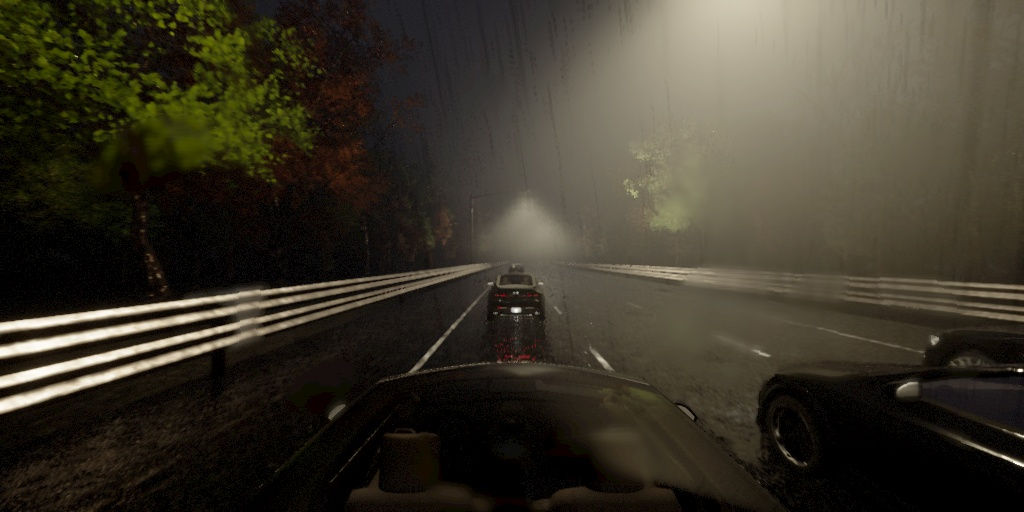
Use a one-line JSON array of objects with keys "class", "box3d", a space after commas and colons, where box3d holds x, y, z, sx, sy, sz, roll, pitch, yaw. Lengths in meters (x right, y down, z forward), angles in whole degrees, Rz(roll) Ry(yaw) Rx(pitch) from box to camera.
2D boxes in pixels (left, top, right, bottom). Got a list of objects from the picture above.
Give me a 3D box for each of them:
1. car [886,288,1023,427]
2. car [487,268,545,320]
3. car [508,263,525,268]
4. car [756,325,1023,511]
[{"class": "car", "box3d": [7.107, 1.262, 3.339, 2.128, 1.511, 4.902, 0, 0, 0]}, {"class": "car", "box3d": [0.139, 1.368, 13.124, 1.837, 1.490, 4.892, 0, 0, 0]}, {"class": "car", "box3d": [0.554, 1.662, 44.952, 2.128, 1.511, 4.902, 0, 0, 1]}, {"class": "car", "box3d": [3.606, 1.320, 2.117, 1.994, 1.385, 4.181, 0, 0, 0]}]
